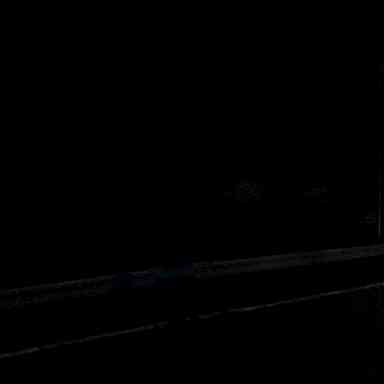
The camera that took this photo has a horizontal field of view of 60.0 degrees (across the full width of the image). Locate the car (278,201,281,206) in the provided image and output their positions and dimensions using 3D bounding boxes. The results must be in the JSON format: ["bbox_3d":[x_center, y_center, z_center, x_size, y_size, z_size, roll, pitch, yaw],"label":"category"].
[{"bbox_3d":[7.318,1.105,35.176,1.882,1.535,5.008,0,1,-26],"label":"car"}]
